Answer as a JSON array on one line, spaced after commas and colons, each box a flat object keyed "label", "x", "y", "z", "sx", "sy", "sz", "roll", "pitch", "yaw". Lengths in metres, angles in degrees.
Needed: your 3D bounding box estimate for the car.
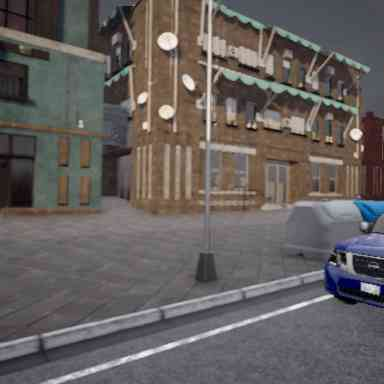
[{"label": "car", "x": 5.185, "y": 1.247, "z": 7.078, "sx": 5.566, "sy": 2.045, "sz": 2.150, "roll": 0, "pitch": 0, "yaw": -36}]
